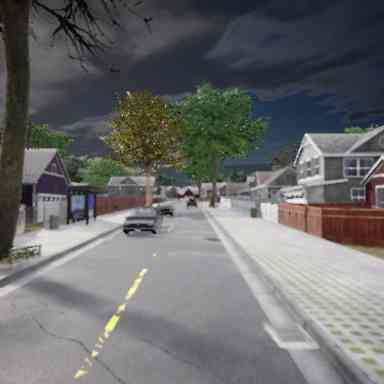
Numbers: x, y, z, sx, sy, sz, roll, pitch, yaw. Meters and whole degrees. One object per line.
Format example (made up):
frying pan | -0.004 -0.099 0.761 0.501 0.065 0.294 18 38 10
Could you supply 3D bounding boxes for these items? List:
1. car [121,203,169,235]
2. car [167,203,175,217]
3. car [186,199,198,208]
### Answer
car | -2.782 1.636 19.878 2.033 1.411 5.357 0 0 0
car | -2.761 1.797 34.190 1.895 1.301 4.718 0 0 0
car | -0.019 1.910 57.183 1.837 1.490 4.892 0 -1 0
